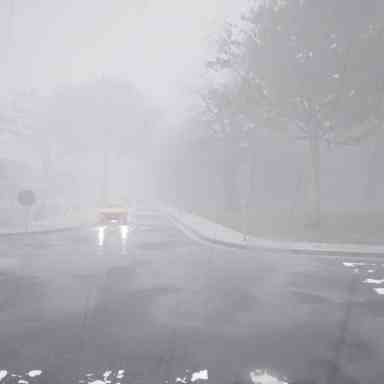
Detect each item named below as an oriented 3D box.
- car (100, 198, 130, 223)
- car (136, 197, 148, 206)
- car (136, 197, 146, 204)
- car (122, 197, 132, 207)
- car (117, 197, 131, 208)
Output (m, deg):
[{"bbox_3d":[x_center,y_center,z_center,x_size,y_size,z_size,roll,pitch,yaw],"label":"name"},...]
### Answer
[{"bbox_3d":[-5.928,1.463,25.512,1.882,1.535,5.008,0,0,-10],"label":"car"},{"bbox_3d":[-8.547,1.612,57.220,2.128,1.511,4.902,0,0,-10],"label":"car"},{"bbox_3d":[-10.338,1.788,67.515,1.895,1.301,4.718,0,0,-10],"label":"car"},{"bbox_3d":[-7.642,1.492,35.397,2.128,1.511,4.902,0,0,-10],"label":"car"},{"bbox_3d":[-10.106,1.572,49.654,1.837,1.490,4.892,0,0,-10],"label":"car"}]
